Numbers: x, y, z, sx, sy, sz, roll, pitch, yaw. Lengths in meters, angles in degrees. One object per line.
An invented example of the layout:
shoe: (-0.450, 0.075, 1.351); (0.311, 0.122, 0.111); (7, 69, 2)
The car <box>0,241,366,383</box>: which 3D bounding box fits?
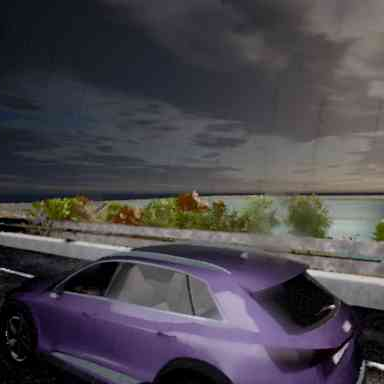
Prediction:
car: (-0.526, 1.465, 4.254); (4.856, 1.649, 2.033); (-1, -1, 36)
